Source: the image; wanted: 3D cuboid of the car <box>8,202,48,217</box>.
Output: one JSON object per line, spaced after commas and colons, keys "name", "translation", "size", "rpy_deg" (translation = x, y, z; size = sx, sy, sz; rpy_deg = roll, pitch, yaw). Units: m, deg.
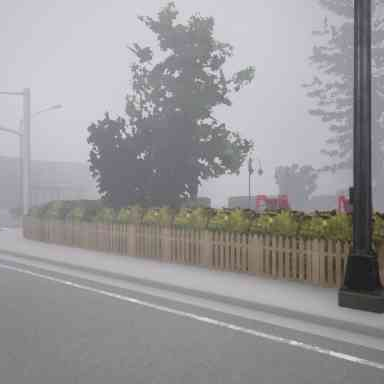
{"name": "car", "translation": [-14.002, 1.601, 30.308], "size": [1.895, 1.301, 4.718], "rpy_deg": [0, 0, 35]}
